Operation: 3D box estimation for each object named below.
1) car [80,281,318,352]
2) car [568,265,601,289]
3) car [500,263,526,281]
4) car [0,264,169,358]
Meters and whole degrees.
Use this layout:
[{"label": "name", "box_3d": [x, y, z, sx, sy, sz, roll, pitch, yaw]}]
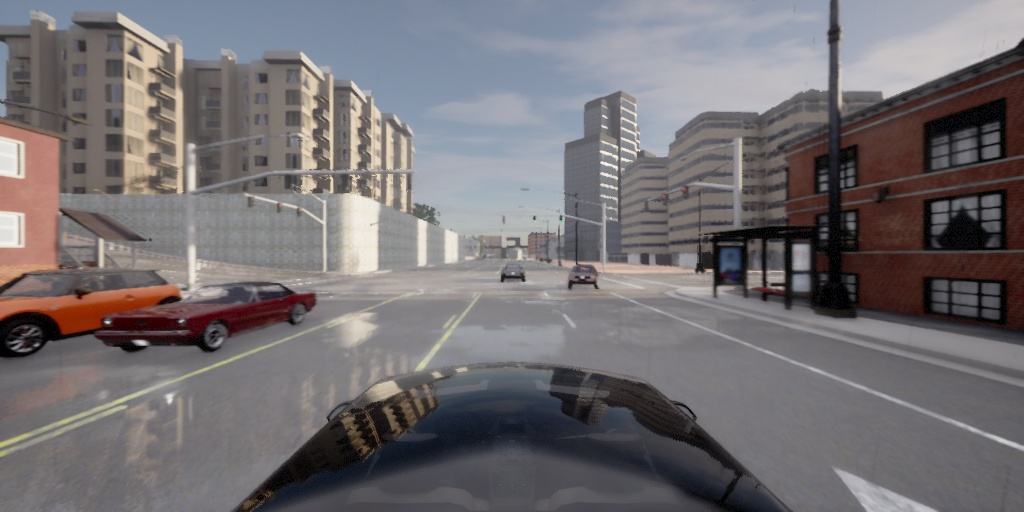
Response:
[{"label": "car", "box_3d": [-7.070, 1.351, 9.059, 1.895, 1.301, 4.718, 0, 0, 0]}, {"label": "car", "box_3d": [4.684, 1.268, 23.123, 2.033, 1.411, 5.357, 0, 0, 14]}, {"label": "car", "box_3d": [0.080, 1.283, 29.281, 1.994, 1.385, 4.181, 0, 0, 0]}, {"label": "car", "box_3d": [-10.572, 1.107, 8.460, 2.097, 1.767, 4.553, 0, 0, 0]}]
